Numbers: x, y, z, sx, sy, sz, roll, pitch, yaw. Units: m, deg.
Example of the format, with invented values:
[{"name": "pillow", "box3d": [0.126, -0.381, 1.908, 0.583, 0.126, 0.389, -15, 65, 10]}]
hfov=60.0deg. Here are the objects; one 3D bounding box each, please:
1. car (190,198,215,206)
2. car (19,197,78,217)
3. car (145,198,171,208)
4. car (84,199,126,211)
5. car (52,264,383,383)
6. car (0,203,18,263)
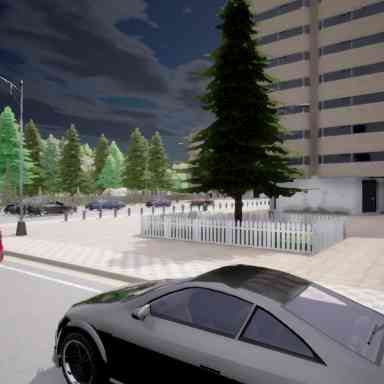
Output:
[{"name": "car", "box3d": [1.790, 1.601, 52.570, 1.895, 1.301, 4.718, 0, 0, 35]}, {"name": "car", "box3d": [-13.205, 1.505, 31.487, 1.837, 1.490, 4.892, 0, 0, 36]}, {"name": "car", "box3d": [-4.989, 1.564, 49.395, 1.994, 1.385, 4.181, 0, 0, 36]}, {"name": "car", "box3d": [-10.675, 1.547, 41.422, 2.033, 1.411, 5.357, 0, 0, 35]}, {"name": "car", "box3d": [0.322, 1.564, 3.761, 4.181, 1.385, 1.994, 0, 0, 35]}, {"name": "car", "box3d": [-7.370, 1.221, 9.189, 5.566, 2.045, 2.150, 0, 0, 36]}]
